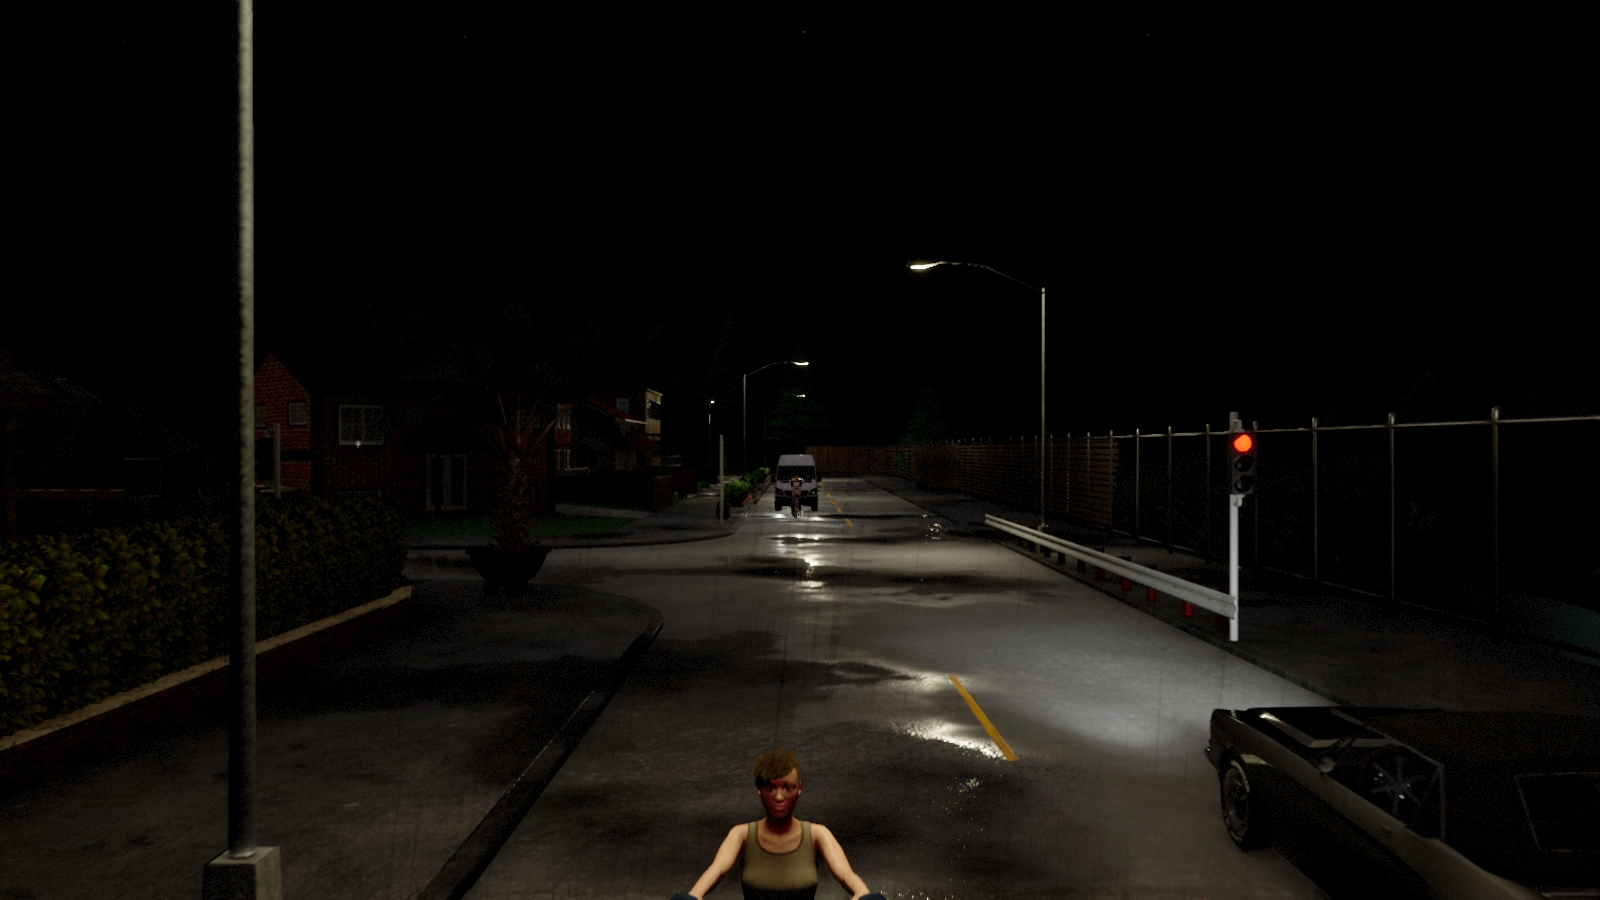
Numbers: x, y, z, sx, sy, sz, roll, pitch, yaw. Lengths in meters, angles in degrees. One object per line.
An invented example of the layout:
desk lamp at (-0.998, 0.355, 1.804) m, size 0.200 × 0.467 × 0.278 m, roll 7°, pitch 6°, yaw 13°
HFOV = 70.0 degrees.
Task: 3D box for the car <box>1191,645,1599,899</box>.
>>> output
car at (3.965, 2.149, 6.437) m, size 1.895 × 1.301 × 4.718 m, roll 0°, pitch 0°, yaw 0°

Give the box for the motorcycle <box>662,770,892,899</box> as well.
motorcycle at (-0.079, 2.151, 4.147) m, size 0.764 × 1.307 × 2.356 m, roll 0°, pitch 0°, yaw -1°
